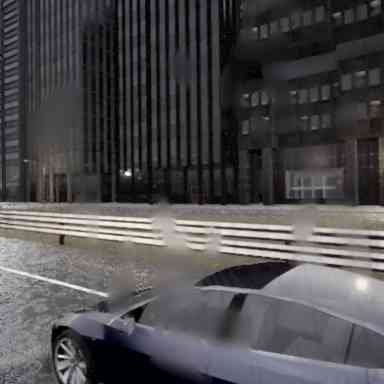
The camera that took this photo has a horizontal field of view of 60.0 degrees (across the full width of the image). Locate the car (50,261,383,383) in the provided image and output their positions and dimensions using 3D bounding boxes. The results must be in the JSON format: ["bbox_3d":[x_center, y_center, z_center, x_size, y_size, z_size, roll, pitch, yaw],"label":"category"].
[{"bbox_3d":[0.506,1.515,3.510,4.792,1.488,2.163,-1,0,36],"label":"car"}]
